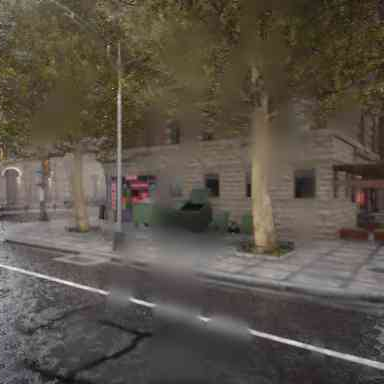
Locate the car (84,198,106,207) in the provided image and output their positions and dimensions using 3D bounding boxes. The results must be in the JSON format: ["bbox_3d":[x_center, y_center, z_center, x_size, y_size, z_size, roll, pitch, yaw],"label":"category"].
[{"bbox_3d":[-13.802,1.544,48.733,1.994,1.385,4.181,0,0,36],"label":"car"}]

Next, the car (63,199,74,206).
[{"bbox_3d":[-18.392,1.572,53.758,1.895,1.301,4.718,0,0,36],"label":"car"}]
